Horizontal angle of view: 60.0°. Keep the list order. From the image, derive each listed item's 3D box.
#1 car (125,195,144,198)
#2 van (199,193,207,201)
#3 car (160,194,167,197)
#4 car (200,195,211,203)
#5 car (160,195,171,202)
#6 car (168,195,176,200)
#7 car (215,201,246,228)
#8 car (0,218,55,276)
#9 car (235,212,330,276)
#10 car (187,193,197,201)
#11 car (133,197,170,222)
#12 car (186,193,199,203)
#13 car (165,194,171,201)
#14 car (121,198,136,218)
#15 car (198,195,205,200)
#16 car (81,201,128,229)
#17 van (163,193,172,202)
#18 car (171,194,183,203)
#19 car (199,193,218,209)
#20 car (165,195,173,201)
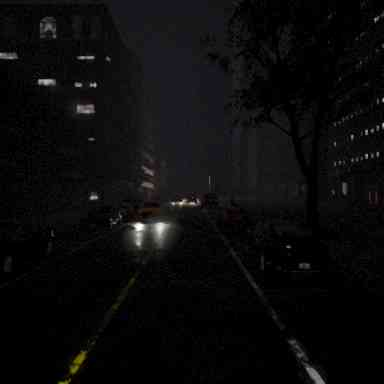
[{"bbox_3d":[-5.681,1.267,32.431,2.192,1.841,5.009,1,0,0],"label":"car"},{"bbox_3d":[2.690,1.231,82.558,1.690,1.788,3.998,1,0,0],"label":"van"},{"bbox_3d":[-5.689,1.467,54.709,1.887,1.381,4.507,1,0,0],"label":"car"},{"bbox_3d":[2.691,1.349,65.849,1.967,1.590,4.097,1,0,0],"label":"car"},{"bbox_3d":[-5.692,1.453,71.418,2.008,1.369,4.403,1,0,0],"label":"car"},{"bbox_3d":[-5.695,1.428,93.696,2.008,1.369,4.403,1,0,0],"label":"car"},{"bbox_3d":[2.698,1.492,21.463,1.752,1.417,4.829,1,0,0],"label":"car"},{"bbox_3d":[-5.681,1.535,10.152,2.008,1.369,4.403,1,0,0],"label":"car"},{"bbox_3d":[2.699,1.535,10.153,2.008,1.369,4.403,1,0,0],"label":"car"},{"bbox_3d":[-0.014,1.106,77.296,2.097,1.767,4.553,0,0,0],"label":"car"},{"bbox_3d":[-3.104,1.437,26.532,1.882,1.535,5.008,0,0,0],"label":"car"},{"bbox_3d":[-0.012,1.415,64.303,1.837,1.490,4.892,0,0,0],"label":"car"},{"bbox_3d":[-5.691,1.474,65.849,1.947,1.339,4.313,1,0,0],"label":"car"},{"bbox_3d":[-5.683,1.485,26.691,1.752,1.417,4.829,1,0,0],"label":"car"},{"bbox_3d":[2.685,1.459,93.697,1.802,1.307,4.206,1,0,0],"label":"car"},{"bbox_3d":[-5.683,1.533,21.292,1.947,1.339,4.313,1,0,0],"label":"car"},{"bbox_3d":[-5.689,1.237,76.988,1.690,1.788,3.998,1,0,0],"label":"van"},{"bbox_3d":[-3.016,1.427,67.954,1.812,1.442,4.674,0,0,0],"label":"car"},{"bbox_3d":[2.385,1.163,45.284,2.150,2.045,5.566,0,0,0],"label":"car"},{"bbox_3d":[-5.693,1.415,82.388,1.752,1.417,4.829,1,0,0],"label":"car"}]
